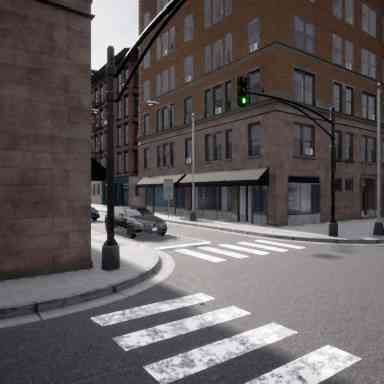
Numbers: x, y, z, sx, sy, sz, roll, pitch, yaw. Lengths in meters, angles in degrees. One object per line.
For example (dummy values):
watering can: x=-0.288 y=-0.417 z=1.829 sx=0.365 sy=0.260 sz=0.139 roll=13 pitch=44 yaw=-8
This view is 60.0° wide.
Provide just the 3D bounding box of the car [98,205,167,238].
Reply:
car: x=-3.064 y=1.436 z=17.271 sx=1.812 sy=1.442 sz=4.674 roll=0 pitch=0 yaw=-35

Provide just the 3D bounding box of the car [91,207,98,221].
car: x=-8.719 y=1.398 z=25.197 sx=2.033 sy=1.411 sz=5.357 roll=0 pitch=0 yaw=-36
